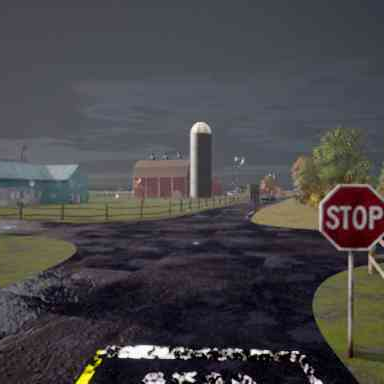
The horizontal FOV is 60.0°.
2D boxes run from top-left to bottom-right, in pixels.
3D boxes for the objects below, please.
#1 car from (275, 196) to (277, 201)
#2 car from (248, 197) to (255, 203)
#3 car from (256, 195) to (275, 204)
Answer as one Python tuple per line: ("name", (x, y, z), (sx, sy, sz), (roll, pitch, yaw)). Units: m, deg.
("car", (17.359, 1.364, 72.835), (1.994, 1.385, 4.181), (0, 0, 19))
("car", (12.724, 1.438, 67.821), (2.128, 1.511, 4.902), (0, 0, 19))
("car", (13.965, 1.446, 62.980), (2.128, 1.511, 4.902), (0, 0, 19))
